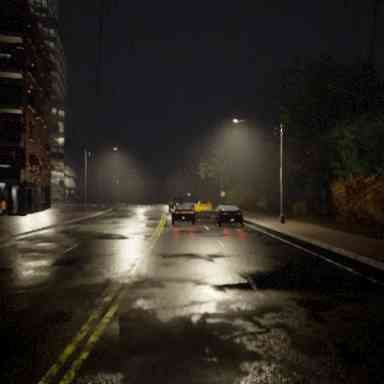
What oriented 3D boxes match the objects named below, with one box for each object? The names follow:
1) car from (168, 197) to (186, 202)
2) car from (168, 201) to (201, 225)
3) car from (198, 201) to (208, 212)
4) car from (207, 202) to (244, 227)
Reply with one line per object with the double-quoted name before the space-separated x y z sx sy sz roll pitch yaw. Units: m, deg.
"car" -2.024 1.642 44.348 2.150 2.045 5.566 0 -1 -5
"car" -0.737 1.752 26.936 2.128 1.511 4.902 0 -1 -3
"car" 1.413 1.877 42.316 1.882 1.535 5.008 0 -1 -5
"car" 2.627 1.732 25.068 2.128 1.511 4.902 0 -1 -3
